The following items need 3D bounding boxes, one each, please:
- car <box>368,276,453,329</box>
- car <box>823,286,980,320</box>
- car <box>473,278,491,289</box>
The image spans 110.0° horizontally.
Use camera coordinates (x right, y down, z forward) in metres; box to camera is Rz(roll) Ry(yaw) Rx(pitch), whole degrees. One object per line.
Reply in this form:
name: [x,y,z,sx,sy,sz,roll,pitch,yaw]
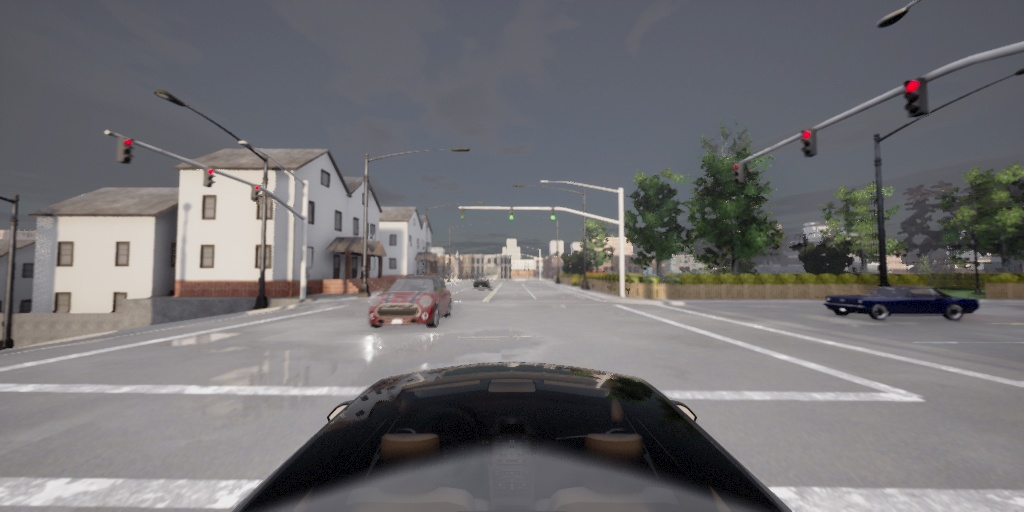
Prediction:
car: [-3.509,1.530,13.205,2.097,1.767,4.553,0,-3,0]
car: [15.958,1.918,14.924,4.718,1.301,1.895,0,-3,1]
car: [-3.541,3.221,42.658,1.895,1.301,4.718,0,-2,0]
